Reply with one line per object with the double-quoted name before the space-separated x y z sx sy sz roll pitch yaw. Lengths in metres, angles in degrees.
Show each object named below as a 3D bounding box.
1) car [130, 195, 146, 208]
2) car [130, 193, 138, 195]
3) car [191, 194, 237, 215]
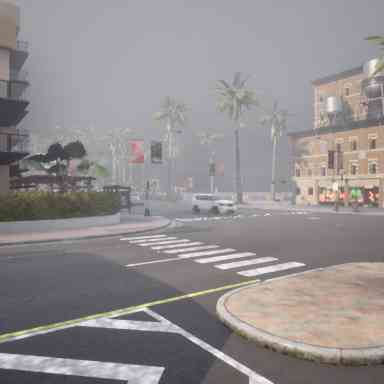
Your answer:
"car" -8.859 1.548 49.734 2.033 1.411 5.357 0 0 -35
"car" -12.685 1.221 67.362 2.150 2.045 5.566 0 0 -38
"car" 2.117 1.222 34.079 2.150 2.045 5.566 0 0 -35
